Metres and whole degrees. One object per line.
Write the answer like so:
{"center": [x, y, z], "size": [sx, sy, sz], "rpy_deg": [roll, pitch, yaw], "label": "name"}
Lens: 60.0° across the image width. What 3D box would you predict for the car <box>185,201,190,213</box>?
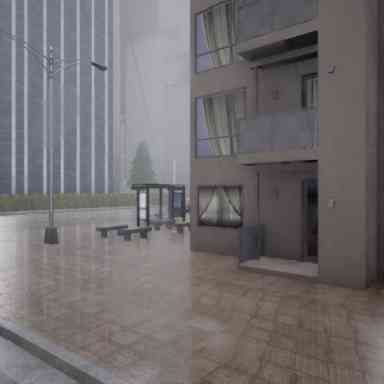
{"center": [0.528, 1.602, 35.118], "size": [2.033, 1.411, 5.357], "rpy_deg": [0, 0, 38], "label": "car"}
